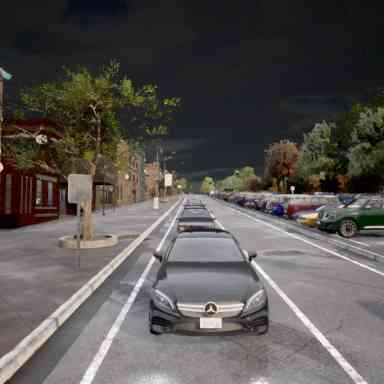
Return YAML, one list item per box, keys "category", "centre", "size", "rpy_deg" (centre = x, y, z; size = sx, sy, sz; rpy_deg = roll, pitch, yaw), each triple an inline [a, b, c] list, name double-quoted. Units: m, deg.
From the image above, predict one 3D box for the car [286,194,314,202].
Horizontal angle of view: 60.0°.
- category: "car"
  centre: [22.001, 1.188, 67.995]
  size: [4.892, 1.521, 2.231]
  rpy_deg: [0, 1, 0]

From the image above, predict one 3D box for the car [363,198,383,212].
- category: "car"
  centre: [22.184, 1.469, 37.455]
  size: [4.792, 1.488, 2.163]
  rpy_deg: [0, 0, 0]

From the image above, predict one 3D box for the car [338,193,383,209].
- category: "car"
  centre: [22.145, 1.153, 43.011]
  size: [5.566, 2.045, 2.435]
  rpy_deg: [0, 0, 0]

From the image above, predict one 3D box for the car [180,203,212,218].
- category: "car"
  centre: [0.192, 1.532, 17.436]
  size: [2.033, 1.411, 5.357]
  rpy_deg: [0, 0, 0]

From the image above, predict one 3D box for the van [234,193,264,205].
- category: "van"
  centre: [9.136, 1.089, 53.513]
  size: [4.442, 1.987, 1.878]
  rpy_deg: [0, 1, 0]

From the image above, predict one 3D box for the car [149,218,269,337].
- category: "car"
  centre: [0.252, 1.524, 6.857]
  size: [1.812, 1.442, 4.674]
  rpy_deg: [0, 0, 0]

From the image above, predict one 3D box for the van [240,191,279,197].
- category: "van"
  centre: [9.196, 1.163, 45.106]
  size: [4.442, 1.987, 1.878]
  rpy_deg: [0, 0, 0]

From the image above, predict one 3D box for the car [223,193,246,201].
- category: "car"
  centre: [8.868, 1.039, 70.332]
  size: [4.553, 1.767, 2.185]
  rpy_deg: [0, 1, 0]

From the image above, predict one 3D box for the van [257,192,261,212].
- category: "van"
  centre: [9.276, 1.222, 33.886]
  size: [4.442, 1.987, 1.878]
  rpy_deg: [0, 0, 0]

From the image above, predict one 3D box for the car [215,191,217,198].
- category: "car"
  centre: [8.814, 1.065, 81.545]
  size: [5.008, 1.535, 2.097]
  rpy_deg: [0, 1, 0]

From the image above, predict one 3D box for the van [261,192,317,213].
- category: "van"
  centre: [9.062, 1.230, 31.082]
  size: [4.442, 1.987, 1.878]
  rpy_deg: [0, 0, 0]

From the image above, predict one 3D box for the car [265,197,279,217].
- category: "car"
  centre: [9.194, 1.460, 28.276]
  size: [5.008, 1.535, 2.097]
  rpy_deg: [0, 0, 0]

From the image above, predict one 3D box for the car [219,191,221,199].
- category: "car"
  centre: [8.891, 0.938, 67.528]
  size: [5.566, 2.045, 2.435]
  rpy_deg: [0, 1, 0]

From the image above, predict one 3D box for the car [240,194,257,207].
- category: "car"
  centre: [9.105, 1.409, 42.299]
  size: [4.892, 1.521, 2.231]
  rpy_deg: [0, 0, 0]

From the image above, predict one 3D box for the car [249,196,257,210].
- category: "car"
  centre: [9.168, 1.470, 36.689]
  size: [4.792, 1.488, 2.163]
  rpy_deg: [0, 0, 0]

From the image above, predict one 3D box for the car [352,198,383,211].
- category: "car"
  centre: [22.222, 1.452, 40.238]
  size: [4.792, 1.488, 2.163]
  rpy_deg: [0, 0, 0]

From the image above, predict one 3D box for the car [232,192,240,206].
- category: "car"
  centre: [9.031, 1.113, 47.905]
  size: [5.566, 2.045, 2.435]
  rpy_deg: [0, 1, 0]

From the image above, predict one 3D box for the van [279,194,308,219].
- category: "van"
  centre: [9.336, 1.237, 25.474]
  size: [4.442, 1.987, 1.878]
  rpy_deg: [0, 0, 0]

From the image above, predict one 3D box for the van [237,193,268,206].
- category: "van"
  centre: [9.156, 1.114, 50.710]
  size: [4.442, 1.987, 1.878]
  rpy_deg: [0, 1, 0]

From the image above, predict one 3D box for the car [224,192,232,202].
- category: "car"
  centre: [8.956, 1.280, 61.924]
  size: [4.674, 1.452, 2.002]
  rpy_deg: [0, 1, 0]

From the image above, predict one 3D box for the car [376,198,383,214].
- category: "car"
  centre: [22.418, 1.444, 34.684]
  size: [5.366, 1.575, 1.946]
  rpy_deg: [0, 0, 0]

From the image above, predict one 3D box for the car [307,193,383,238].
- category: "car"
  centre: [9.251, 1.221, 17.063]
  size: [5.566, 2.045, 2.435]
  rpy_deg: [0, 0, 0]

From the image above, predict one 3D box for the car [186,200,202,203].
- category: "car"
  centre: [0.218, 1.442, 29.884]
  size: [2.128, 1.511, 4.902]
  rpy_deg: [0, 0, 0]

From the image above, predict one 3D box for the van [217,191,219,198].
- category: "van"
  centre: [8.722, 0.864, 78.740]
  size: [4.442, 1.987, 1.878]
  rpy_deg: [0, 1, 0]

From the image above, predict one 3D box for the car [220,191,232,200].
- category: "car"
  centre: [8.910, 0.963, 64.725]
  size: [5.566, 2.045, 2.435]
  rpy_deg: [0, 1, 0]

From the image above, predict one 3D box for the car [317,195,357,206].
- category: "car"
  centre: [22.301, 1.332, 51.341]
  size: [5.366, 1.575, 1.946]
  rpy_deg: [0, 1, 0]

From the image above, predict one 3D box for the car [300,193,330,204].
- category: "car"
  centre: [22.086, 1.136, 59.668]
  size: [4.553, 1.767, 2.185]
  rpy_deg: [0, 1, 0]

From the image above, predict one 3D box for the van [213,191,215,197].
- category: "van"
  centre: [8.642, 0.764, 89.952]
  size: [4.442, 1.987, 1.878]
  rpy_deg: [0, 1, 0]

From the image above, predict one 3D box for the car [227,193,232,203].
- category: "car"
  centre: [8.993, 1.290, 56.318]
  size: [4.892, 1.521, 2.231]
  rpy_deg: [0, 1, 0]

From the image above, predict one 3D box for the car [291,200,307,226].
- category: "car"
  centre: [9.074, 1.466, 19.866]
  size: [5.366, 1.575, 1.946]
  rpy_deg: [0, 0, 0]

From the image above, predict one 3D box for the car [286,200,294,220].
- category: "car"
  centre: [9.242, 1.506, 22.670]
  size: [4.674, 1.452, 2.002]
  rpy_deg: [0, 0, 0]

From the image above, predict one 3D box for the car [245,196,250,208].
- category: "car"
  centre: [9.116, 1.466, 39.496]
  size: [4.674, 1.452, 2.002]
  rpy_deg: [0, 0, 0]

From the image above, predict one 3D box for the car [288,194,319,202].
- category: "car"
  centre: [21.830, 1.209, 65.217]
  size: [5.366, 1.575, 1.946]
  rpy_deg: [0, 0, 0]
